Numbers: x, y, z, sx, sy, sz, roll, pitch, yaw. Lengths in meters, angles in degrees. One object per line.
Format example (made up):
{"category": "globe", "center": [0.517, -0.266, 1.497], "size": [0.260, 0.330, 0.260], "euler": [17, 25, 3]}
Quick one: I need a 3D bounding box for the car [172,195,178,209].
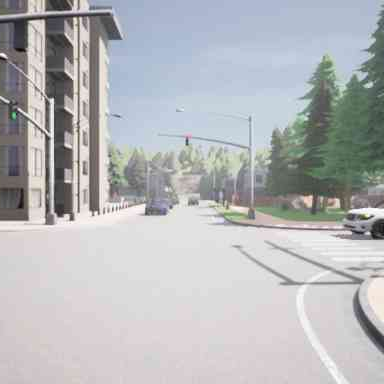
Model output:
{"category": "car", "center": [-3.418, 1.509, 43.679], "size": [2.128, 1.511, 4.902], "euler": [0, 0, 1]}

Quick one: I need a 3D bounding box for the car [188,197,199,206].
{"category": "car", "center": [0.209, 1.572, 55.916], "size": [2.033, 1.411, 5.357], "euler": [0, 0, 0]}

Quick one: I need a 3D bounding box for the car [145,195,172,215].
{"category": "car", "center": [-3.464, 1.367, 33.436], "size": [2.097, 1.767, 4.553], "euler": [0, 0, 0]}

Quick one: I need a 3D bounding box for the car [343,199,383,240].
{"category": "car", "center": [10.495, 1.215, 16.452], "size": [5.566, 2.045, 2.150], "euler": [0, 0, -2]}

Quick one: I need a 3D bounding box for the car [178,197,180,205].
{"category": "car", "center": [-3.286, 1.376, 59.721], "size": [2.097, 1.767, 4.553], "euler": [0, 0, 0]}
